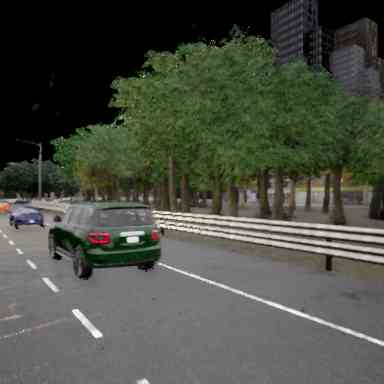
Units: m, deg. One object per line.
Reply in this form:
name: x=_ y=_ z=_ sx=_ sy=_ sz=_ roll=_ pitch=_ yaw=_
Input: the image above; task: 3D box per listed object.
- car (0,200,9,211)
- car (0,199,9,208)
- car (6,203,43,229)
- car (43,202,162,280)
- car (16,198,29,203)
car: x=-24.829 y=1.778 z=43.048 sx=2.097 sy=1.767 sz=4.553 roll=0 pitch=-1 yaw=-34
car: x=-33.927 y=2.080 z=59.146 sx=1.882 sy=1.535 sz=5.008 roll=0 pitch=-1 yaw=-24
car: x=-11.820 y=1.772 z=23.759 sx=1.812 sy=1.442 sz=4.674 roll=0 pitch=-1 yaw=-34
car: x=-3.013 y=1.334 z=10.720 sx=2.150 sy=2.045 sz=5.566 roll=0 pitch=-1 yaw=-34
car: x=-39.865 y=2.275 z=78.176 sx=1.837 sy=1.490 sz=4.892 roll=0 pitch=-1 yaw=-9
